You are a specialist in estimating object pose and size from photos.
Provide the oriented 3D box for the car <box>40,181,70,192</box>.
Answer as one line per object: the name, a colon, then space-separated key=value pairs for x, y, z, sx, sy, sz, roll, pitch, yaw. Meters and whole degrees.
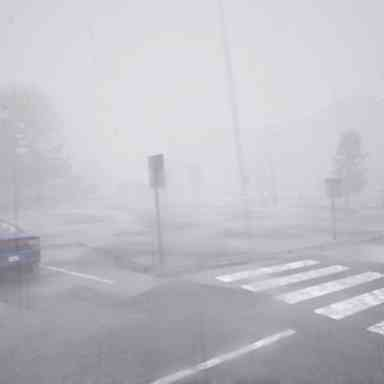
car: x=-23.943 y=-0.982 z=58.259 sx=2.097 sy=1.535 sz=5.008 roll=1 pitch=6 yaw=15

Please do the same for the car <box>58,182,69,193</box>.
car: x=-19.109 y=-0.728 z=54.871 sx=2.231 sy=1.521 sz=4.892 roll=1 pitch=6 yaw=16

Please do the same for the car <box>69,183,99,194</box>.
car: x=-16.728 y=-0.564 z=53.109 sx=2.163 sy=1.488 sz=4.792 roll=1 pitch=6 yaw=17

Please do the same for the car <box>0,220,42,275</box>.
car: x=-6.321 y=1.503 z=9.546 sx=5.008 sy=1.535 sz=2.097 roll=-1 pitch=-1 yaw=36
